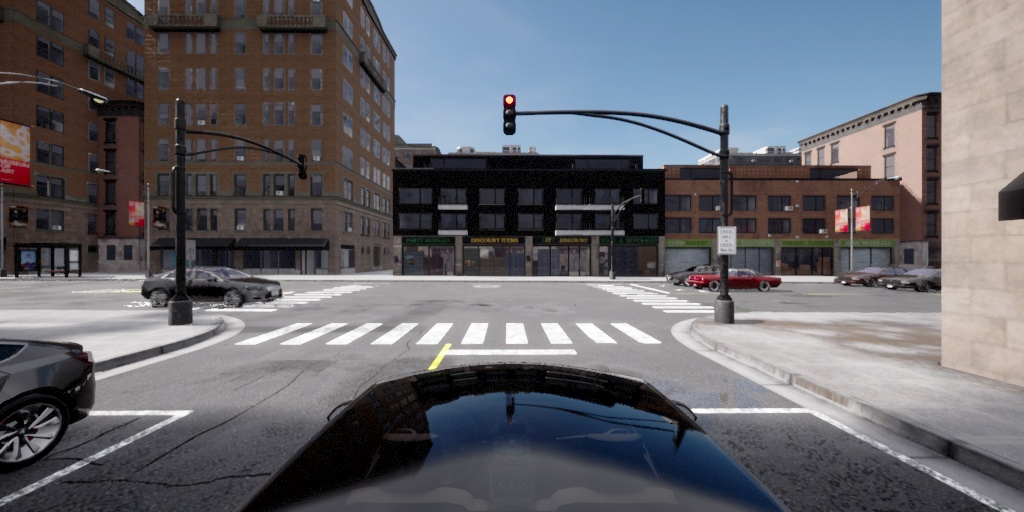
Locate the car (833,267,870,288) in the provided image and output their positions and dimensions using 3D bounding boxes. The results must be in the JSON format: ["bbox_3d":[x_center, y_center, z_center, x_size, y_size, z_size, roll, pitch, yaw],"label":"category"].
[{"bbox_3d":[25.528,1.436,24.766,5.357,1.411,2.033,0,0,-1],"label":"car"}]

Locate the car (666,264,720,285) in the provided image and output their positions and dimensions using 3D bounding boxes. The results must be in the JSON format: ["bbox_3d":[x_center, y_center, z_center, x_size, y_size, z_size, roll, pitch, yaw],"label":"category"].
[{"bbox_3d":[13.170,1.329,24.605,4.892,1.490,1.837,0,0,-1],"label":"car"}]

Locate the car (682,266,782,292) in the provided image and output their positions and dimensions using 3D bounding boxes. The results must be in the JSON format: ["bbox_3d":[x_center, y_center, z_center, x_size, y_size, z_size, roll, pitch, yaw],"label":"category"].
[{"bbox_3d":[13.079,1.424,21.355,4.718,1.301,1.895,0,0,-1],"label":"car"}]

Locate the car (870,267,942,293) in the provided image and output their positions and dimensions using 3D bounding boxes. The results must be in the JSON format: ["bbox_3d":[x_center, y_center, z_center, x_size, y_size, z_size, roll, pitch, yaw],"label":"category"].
[{"bbox_3d":[25.299,1.435,21.512,5.357,1.411,2.033,0,0,-1],"label":"car"}]

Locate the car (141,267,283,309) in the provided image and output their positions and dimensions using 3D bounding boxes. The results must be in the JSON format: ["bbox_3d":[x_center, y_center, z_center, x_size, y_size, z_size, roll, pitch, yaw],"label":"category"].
[{"bbox_3d":[-11.717,1.192,14.167,4.902,1.511,2.128,0,0,3],"label":"car"}]

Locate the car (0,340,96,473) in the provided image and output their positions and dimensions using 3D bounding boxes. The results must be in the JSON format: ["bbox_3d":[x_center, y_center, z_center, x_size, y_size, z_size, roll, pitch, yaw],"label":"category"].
[{"bbox_3d":[-5.388,1.316,2.113,1.948,1.339,4.313,0,0,0],"label":"car"}]
